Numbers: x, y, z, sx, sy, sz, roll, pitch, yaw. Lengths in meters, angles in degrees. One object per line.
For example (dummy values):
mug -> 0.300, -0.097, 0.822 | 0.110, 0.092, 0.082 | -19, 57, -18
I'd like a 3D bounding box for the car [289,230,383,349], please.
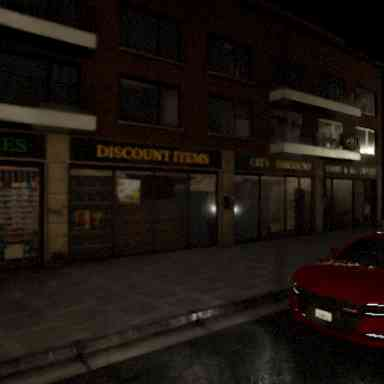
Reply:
car -> 3.899, 1.477, 6.147 | 5.008, 1.535, 1.882 | 0, 0, -35
